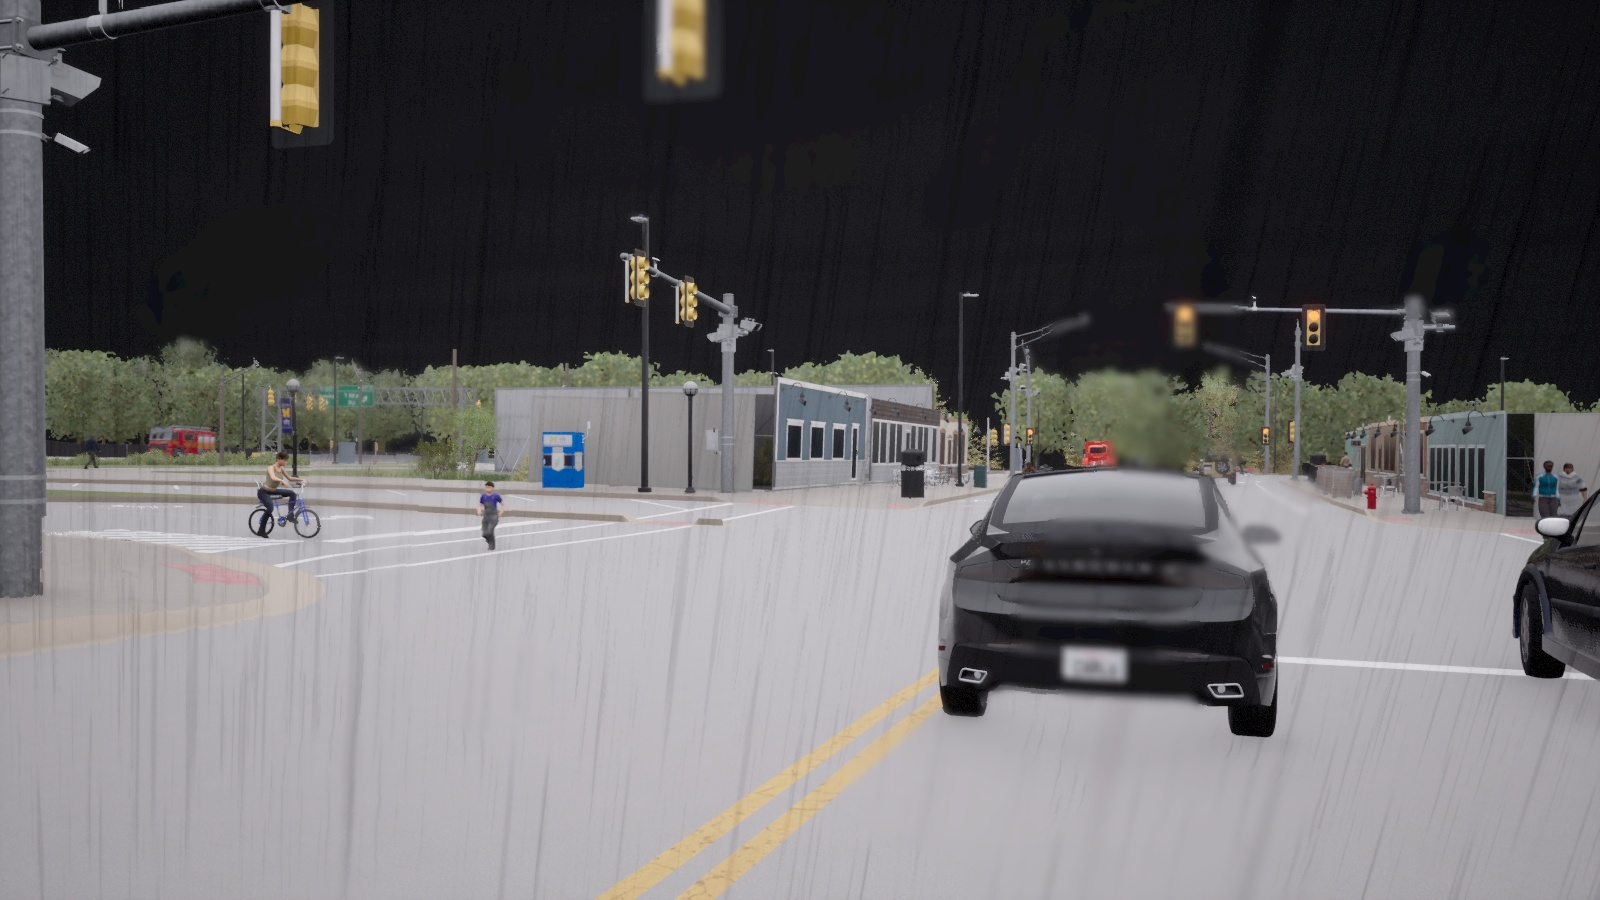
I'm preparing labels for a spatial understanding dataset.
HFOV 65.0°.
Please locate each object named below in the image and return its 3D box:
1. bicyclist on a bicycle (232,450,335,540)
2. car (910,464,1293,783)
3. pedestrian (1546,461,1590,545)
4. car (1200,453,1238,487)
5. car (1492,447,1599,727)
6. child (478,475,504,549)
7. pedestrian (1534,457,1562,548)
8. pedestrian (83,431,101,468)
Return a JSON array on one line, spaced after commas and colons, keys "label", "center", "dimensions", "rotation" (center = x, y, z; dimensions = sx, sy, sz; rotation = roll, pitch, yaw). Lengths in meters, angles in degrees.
[{"label": "bicyclist on a bicycle", "center": [-9.686, 0.824, 23.581], "dimensions": [1.509, 1.612, 0.866], "rotation": [2, 0, 10]}, {"label": "car", "center": [2.155, 0.886, 8.577], "dimensions": [1.837, 1.490, 4.892], "rotation": [1, -1, 17]}, {"label": "pedestrian", "center": [18.302, 1.236, 29.914], "dimensions": [0.873, 1.952, 0.659], "rotation": [0, 1, -43]}, {"label": "car", "center": [23.680, 1.096, 71.104], "dimensions": [1.932, 1.855, 4.605], "rotation": [1, 0, 17]}, {"label": "car", "center": [5.806, 0.822, 7.885], "dimensions": [1.851, 1.617, 3.988], "rotation": [1, -1, 18]}, {"label": "child", "center": [-5.372, 1.071, 21.813], "dimensions": [0.270, 1.263, 0.437], "rotation": [1, 1, 12]}, {"label": "pedestrian", "center": [16.275, 1.125, 27.339], "dimensions": [0.396, 1.930, 0.692], "rotation": [1, 1, 21]}, {"label": "pedestrian", "center": [-34.994, -0.018, 62.071], "dimensions": [0.402, 1.842, 0.726], "rotation": [1, 1, 16]}]
